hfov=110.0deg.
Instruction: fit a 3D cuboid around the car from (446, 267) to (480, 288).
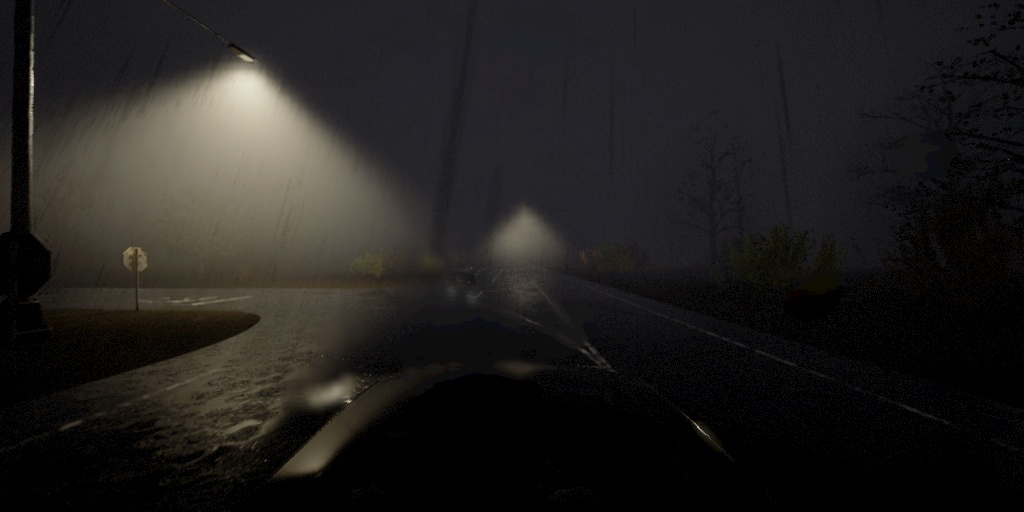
[{"bbox_3d":[-3.416,1.481,25.638,1.994,1.385,4.181,0,0,0],"label":"car"}]
